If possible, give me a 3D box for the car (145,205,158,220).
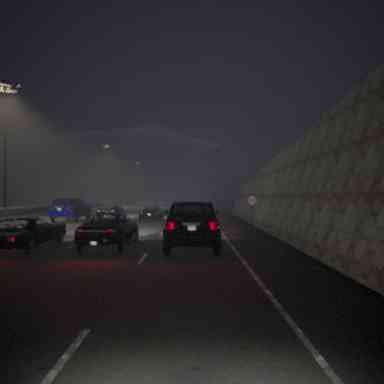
[{"bbox_3d":[-3.503,1.839,29.257,1.994,1.385,4.181,0,0,0],"label":"car"}]

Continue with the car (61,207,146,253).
[{"bbox_3d":[-3.500,1.627,14.274,2.128,1.511,4.902,0,0,0],"label":"car"}]

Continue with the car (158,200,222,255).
[{"bbox_3d":[-0.002,1.349,14.000,2.150,2.045,5.566,0,0,0],"label":"car"}]

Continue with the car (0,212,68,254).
[{"bbox_3d":[-7.001,1.734,14.085,1.895,1.301,4.718,0,0,0],"label":"car"}]

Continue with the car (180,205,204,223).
[{"bbox_3d":[-0.005,1.874,29.088,1.895,1.301,4.718,0,0,0],"label":"car"}]

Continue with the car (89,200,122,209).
[{"bbox_3d":[-7.002,1.768,29.282,2.128,1.511,4.902,0,0,0],"label":"car"}]

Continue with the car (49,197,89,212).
[{"bbox_3d":[-10.505,1.489,29.004,2.150,2.045,5.566,0,0,0],"label":"car"}]
